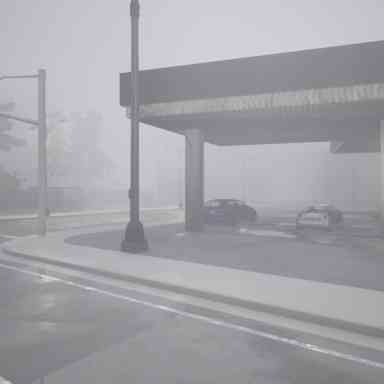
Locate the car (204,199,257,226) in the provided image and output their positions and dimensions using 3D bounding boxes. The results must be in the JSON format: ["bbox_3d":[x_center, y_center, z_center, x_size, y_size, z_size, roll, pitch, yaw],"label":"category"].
[{"bbox_3d":[2.624,1.295,22.607,2.242,1.667,4.611,0,0,37],"label":"car"}]

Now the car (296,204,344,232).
[{"bbox_3d":[7.698,1.456,19.805,1.970,1.475,3.806,0,0,37],"label":"car"}]
